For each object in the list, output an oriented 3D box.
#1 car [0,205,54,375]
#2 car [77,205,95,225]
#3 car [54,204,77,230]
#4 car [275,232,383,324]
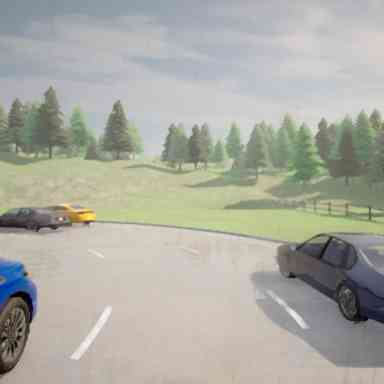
[{"bbox_3d":[-3.299,1.221,2.454,2.150,2.045,5.566,0,0,0],"label":"car"},{"bbox_3d":[-9.119,1.556,23.195,5.008,1.535,1.882,0,-1,23],"label":"car"},{"bbox_3d":[-9.951,1.605,20.041,5.357,1.411,2.033,0,0,19],"label":"car"},{"bbox_3d":[3.527,1.604,7.313,2.033,1.411,5.357,0,0,-5],"label":"car"}]
